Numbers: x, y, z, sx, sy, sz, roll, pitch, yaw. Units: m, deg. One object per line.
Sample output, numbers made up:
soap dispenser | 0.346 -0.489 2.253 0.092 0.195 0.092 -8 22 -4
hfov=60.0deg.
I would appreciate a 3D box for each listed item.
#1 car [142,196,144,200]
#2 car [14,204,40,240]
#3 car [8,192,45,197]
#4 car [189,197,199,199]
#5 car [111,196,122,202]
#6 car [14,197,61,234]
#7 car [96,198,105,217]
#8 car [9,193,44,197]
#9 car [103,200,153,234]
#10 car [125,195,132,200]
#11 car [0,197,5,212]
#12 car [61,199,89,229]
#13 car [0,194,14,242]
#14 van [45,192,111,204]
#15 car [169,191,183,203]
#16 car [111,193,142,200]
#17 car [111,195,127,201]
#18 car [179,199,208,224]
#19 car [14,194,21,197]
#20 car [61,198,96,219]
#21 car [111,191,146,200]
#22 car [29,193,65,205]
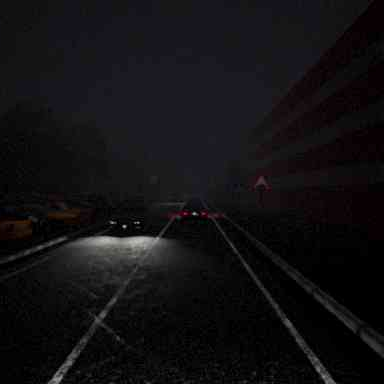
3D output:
car | -9.337 1.259 44.793 4.674 1.452 2.002 0 0 0
car | -9.510 1.414 13.709 5.366 1.575 1.946 0 0 0
car | -21.885 0.968 44.573 5.566 2.045 2.435 0 0 0
car | 0.299 1.363 42.743 2.033 1.411 5.357 0 0 0
car | -9.304 1.342 30.663 4.792 1.488 2.163 0 0 0
car | -9.357 1.274 16.534 4.553 1.767 2.185 0 0 0
car | -9.328 1.387 25.012 4.674 1.452 2.002 0 0 0
car | -21.917 1.240 41.875 4.892 1.521 2.231 0 0 0
car | -3.307 1.438 18.756 1.837 1.490 4.892 0 0 0
car | -9.333 1.317 36.315 4.674 1.452 2.002 0 0 0
car | -21.898 1.294 33.404 5.008 1.535 2.097 0 0 0
car | -9.142 1.379 19.361 5.366 1.575 1.946 0 0 0
car | -9.352 1.183 10.882 5.566 2.045 2.435 0 0 0
van | -9.448 1.104 27.836 4.442 1.987 1.878 0 0 0
car | -2.893 0.924 60.470 2.150 2.045 5.566 0 0 1
car | -9.333 1.239 41.966 5.008 1.535 2.097 0 0 0
car | -9.337 1.335 33.489 4.674 1.452 2.002 0 0 0
car | 0.166 1.454 24.139 2.033 1.411 5.357 0 0 0
car | -21.900 1.278 36.228 4.892 1.521 2.231 0 0 0
car | -9.514 1.362 22.187 5.366 1.575 1.946 0 0 0
car | -9.313 0.946 47.616 5.566 2.045 2.435 0 0 0
car | -21.853 1.042 50.354 4.553 1.767 2.185 0 0 0
